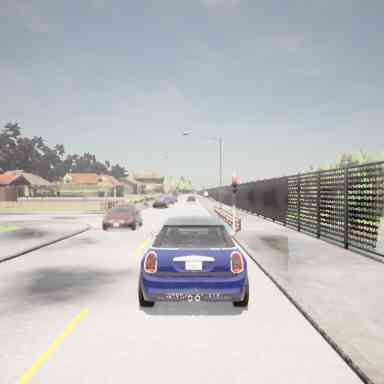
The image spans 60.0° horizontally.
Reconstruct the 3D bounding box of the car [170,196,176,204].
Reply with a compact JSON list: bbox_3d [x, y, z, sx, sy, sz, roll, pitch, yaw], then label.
[{"bbox_3d":[-4.182,1.526,58.465,1.812,1.442,4.674,0,0,-1],"label":"car"}]

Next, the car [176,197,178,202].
[{"bbox_3d":[-4.134,1.540,73.688,2.033,1.411,5.357,0,0,0],"label":"car"}]

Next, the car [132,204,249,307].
[{"bbox_3d":[0.038,1.352,8.138,2.097,1.767,4.553,0,0,0],"label":"car"}]

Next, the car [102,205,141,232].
[{"bbox_3d":[-4.125,1.525,20.398,1.812,1.442,4.674,0,0,0],"label":"car"}]

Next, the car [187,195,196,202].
[{"bbox_3d":[-0.138,1.524,76.338,1.812,1.442,4.674,0,0,0],"label":"car"}]

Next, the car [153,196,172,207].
[{"bbox_3d":[-4.181,1.601,44.700,1.895,1.301,4.718,0,0,0],"label":"car"}]
